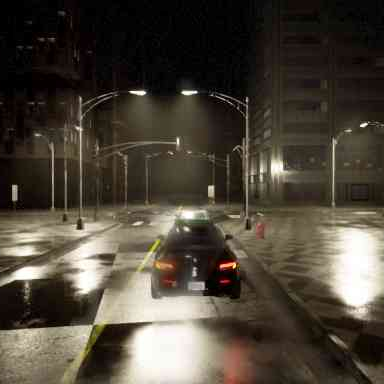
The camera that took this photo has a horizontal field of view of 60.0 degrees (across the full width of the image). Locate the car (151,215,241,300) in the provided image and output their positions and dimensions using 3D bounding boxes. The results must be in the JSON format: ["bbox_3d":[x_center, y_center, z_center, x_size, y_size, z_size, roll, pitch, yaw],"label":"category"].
[{"bbox_3d":[0.077,1.523,8.282,1.812,1.442,4.674,0,0,0],"label":"car"}]

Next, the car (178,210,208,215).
[{"bbox_3d":[0.059,1.594,17.307,1.895,1.301,4.718,0,0,0],"label":"car"}]
